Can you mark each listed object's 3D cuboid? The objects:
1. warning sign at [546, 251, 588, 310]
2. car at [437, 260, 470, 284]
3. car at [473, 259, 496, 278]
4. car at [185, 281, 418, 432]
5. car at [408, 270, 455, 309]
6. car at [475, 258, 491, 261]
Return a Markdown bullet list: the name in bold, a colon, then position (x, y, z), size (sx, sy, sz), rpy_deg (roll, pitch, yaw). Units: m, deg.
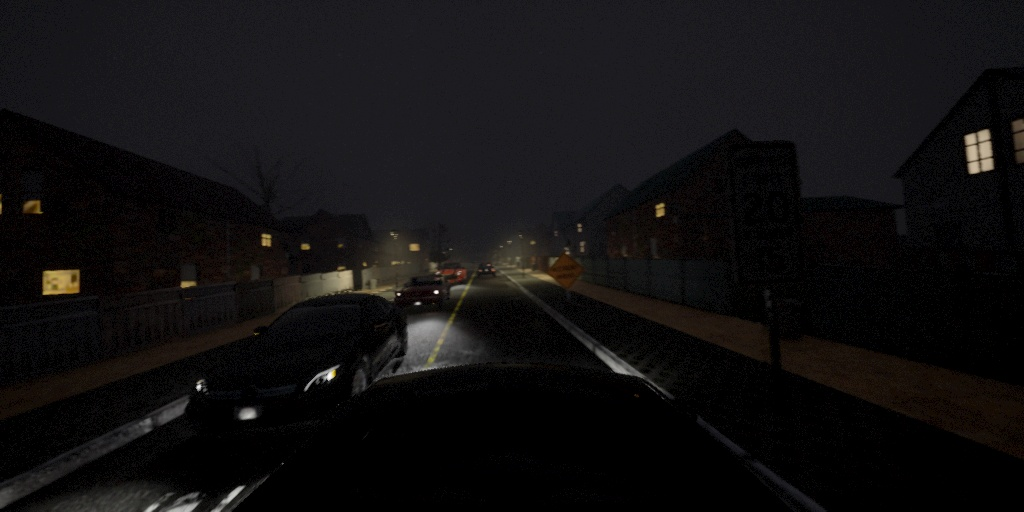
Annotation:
- **warning sign**: position (1.901, 0.765, 11.876), size (1.300, 1.860, 1.060), rpy_deg (0, 0, -5)
- **car**: position (-4.899, 1.328, 29.255), size (2.097, 1.767, 4.553), rpy_deg (-3, 0, -3)
- **car**: position (-2.561, 1.396, 36.090), size (2.033, 1.411, 5.357), rpy_deg (-3, 0, -4)
- **car**: position (-3.044, 1.431, 6.184), size (1.812, 1.442, 4.674), rpy_deg (-3, 0, -5)
- **car**: position (-3.840, 1.536, 16.086), size (1.895, 1.301, 4.718), rpy_deg (-3, 0, -5)
- **car**: position (-3.581, 1.382, 48.328), size (2.128, 1.511, 4.902), rpy_deg (-3, 0, -4)
